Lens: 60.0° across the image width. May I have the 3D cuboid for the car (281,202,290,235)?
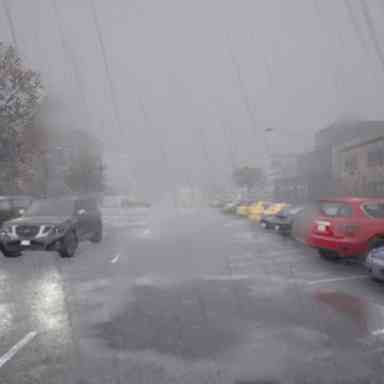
[{"bbox_3d":[6.418,1.343,13.887,4.553,1.767,2.185,1,0,-20],"label":"car"}]

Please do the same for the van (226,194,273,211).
[{"bbox_3d":[6.222,1.257,34.370,4.442,1.987,1.878,1,0,-20],"label":"van"}]

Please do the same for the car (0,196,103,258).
[{"bbox_3d":[-5.121,1.203,12.992,2.150,2.045,5.566,0,0,0],"label":"car"}]

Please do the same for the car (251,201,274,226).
[{"bbox_3d":[6.337,1.499,19.744,4.792,1.488,2.163,1,0,-20],"label":"car"}]

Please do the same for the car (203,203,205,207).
[{"bbox_3d":[5.731,3.535,84.172,4.553,1.767,2.185,2,-5,-21],"label":"car"}]

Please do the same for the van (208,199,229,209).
[{"bbox_3d":[6.021,2.775,75.452,4.442,1.987,1.878,2,-5,-21],"label":"van"}]

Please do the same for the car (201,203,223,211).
[{"bbox_3d":[5.617,4.135,92.976,5.566,2.045,2.435,3,-6,-21],"label":"car"}]

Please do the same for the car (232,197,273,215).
[{"bbox_3d":[6.524,1.478,28.611,5.366,1.575,1.946,1,0,-20],"label":"car"}]

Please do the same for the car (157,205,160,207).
[{"bbox_3d":[-11.930,3.899,86.645,5.366,1.575,1.946,1,-5,-21],"label":"car"}]

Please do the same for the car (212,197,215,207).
[{"bbox_3d":[6.215,1.689,51.998,4.892,1.521,2.231,2,-2,-21],"label":"car"}]

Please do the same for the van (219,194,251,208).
[{"bbox_3d":[6.345,1.386,49.123,4.442,1.987,1.878,1,-2,-20],"label":"van"}]

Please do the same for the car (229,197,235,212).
[{"bbox_3d":[6.366,1.511,31.494,4.792,1.488,2.163,1,0,-20],"label":"car"}]

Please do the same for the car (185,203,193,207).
[{"bbox_3d":[-0.832,4.142,93.086,2.150,2.045,5.566,0,-5,-1],"label":"car"}]

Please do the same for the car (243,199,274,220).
[{"bbox_3d":[6.536,1.471,22.750,5.366,1.575,1.946,1,0,-20],"label":"car"}]

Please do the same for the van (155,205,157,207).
[{"bbox_3d":[-11.942,3.434,83.655,4.442,1.987,1.878,1,-5,-21],"label":"van"}]

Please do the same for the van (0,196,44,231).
[{"bbox_3d":[-11.338,1.241,19.874,4.442,1.987,1.878,-1,0,-20],"label":"van"}]

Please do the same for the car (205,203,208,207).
[{"bbox_3d":[5.960,2.825,72.462,4.674,1.452,2.002,2,-4,-21],"label":"car"}]

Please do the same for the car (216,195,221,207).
[{"bbox_3d":[6.276,1.241,40.277,5.566,2.045,2.435,1,0,-20],"label":"car"}]

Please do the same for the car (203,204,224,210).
[{"bbox_3d":[5.699,3.898,87.091,4.892,1.521,2.231,3,-5,-21],"label":"car"}]

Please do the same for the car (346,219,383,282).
[{"bbox_3d":[6.399,1.513,8.015,4.674,1.452,2.002,1,0,-20],"label":"car"}]

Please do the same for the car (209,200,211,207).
[{"bbox_3d":[6.155,1.906,57.843,4.892,1.521,2.231,2,-3,-21],"label":"car"}]

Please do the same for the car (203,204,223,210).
[{"bbox_3d":[5.642,4.136,90.019,4.892,1.521,2.231,3,-6,-21],"label":"car"}]

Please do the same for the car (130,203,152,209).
[{"bbox_3d":[-11.937,3.237,77.620,4.674,1.452,2.002,1,-4,-21],"label":"car"}]

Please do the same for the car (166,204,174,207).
[{"bbox_3d":[-5.664,3.777,84.470,1.994,1.385,4.181,0,-4,-1],"label":"car"}]

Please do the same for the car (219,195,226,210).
[{"bbox_3d":[6.141,1.482,37.285,5.366,1.575,1.946,1,0,-20],"label":"car"}]

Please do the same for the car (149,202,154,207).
[{"bbox_3d":[-11.830,2.512,71.689,5.566,2.045,2.435,1,-5,-21],"label":"car"}]

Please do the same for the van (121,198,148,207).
[{"bbox_3d":[-11.653,2.129,65.740,4.442,1.987,1.878,1,-4,-21],"label":"van"}]

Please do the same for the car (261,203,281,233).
[{"bbox_3d":[6.369,1.470,16.818,4.892,1.521,2.231,1,0,-20],"label":"car"}]

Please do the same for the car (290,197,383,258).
[{"bbox_3d":[6.419,1.219,10.963,5.566,2.045,2.435,1,0,-20],"label":"car"}]

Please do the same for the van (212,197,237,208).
[{"bbox_3d":[6.192,1.983,63.747,4.442,1.987,1.878,2,-4,-21],"label":"van"}]
